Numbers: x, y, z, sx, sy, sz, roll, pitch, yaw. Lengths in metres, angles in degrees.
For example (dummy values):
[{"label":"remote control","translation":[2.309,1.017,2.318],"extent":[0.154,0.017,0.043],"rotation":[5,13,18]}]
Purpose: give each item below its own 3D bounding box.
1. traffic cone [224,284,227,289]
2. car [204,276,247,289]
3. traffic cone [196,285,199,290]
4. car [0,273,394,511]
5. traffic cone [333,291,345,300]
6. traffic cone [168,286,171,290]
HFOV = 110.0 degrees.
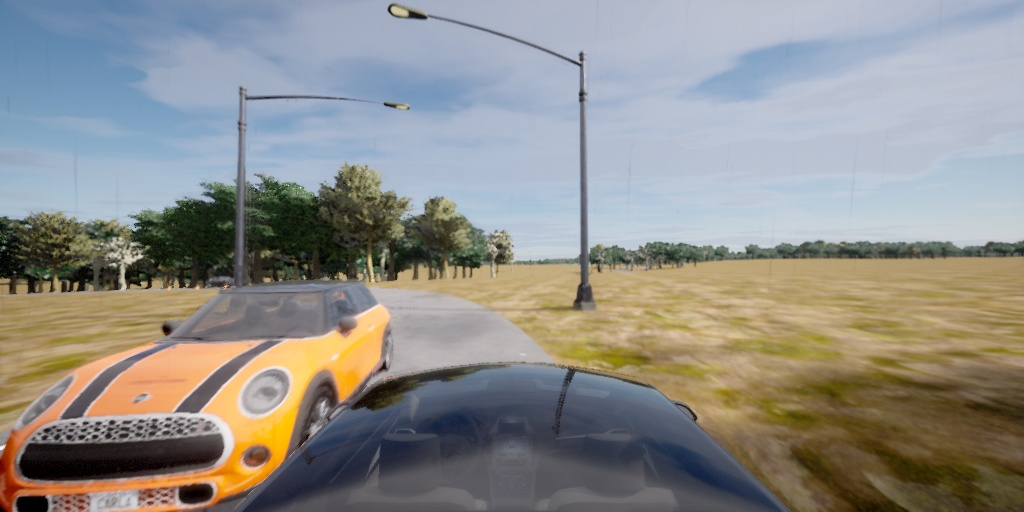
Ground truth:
[{"label":"traffic cone","translation":[-33.846,3.599,42.350],"extent":[0.340,0.580,0.340],"rotation":[0,0,21]},{"label":"car","translation":[-36.426,3.354,45.574],"extent":[4.892,1.490,1.837],"rotation":[-3,-3,17]},{"label":"traffic cone","translation":[-38.380,3.803,43.838],"extent":[0.340,0.580,0.340],"rotation":[0,0,16]},{"label":"car","translation":[-3.035,1.147,4.732],"extent":[2.097,1.767,4.553],"rotation":[0,-1,-7]},{"label":"traffic cone","translation":[-7.934,2.035,16.455],"extent":[0.340,0.580,0.340],"rotation":[0,0,-21]},{"label":"traffic cone","translation":[-43.131,4.018,45.160],"extent":[0.340,0.580,0.340],"rotation":[0,0,15]}]
